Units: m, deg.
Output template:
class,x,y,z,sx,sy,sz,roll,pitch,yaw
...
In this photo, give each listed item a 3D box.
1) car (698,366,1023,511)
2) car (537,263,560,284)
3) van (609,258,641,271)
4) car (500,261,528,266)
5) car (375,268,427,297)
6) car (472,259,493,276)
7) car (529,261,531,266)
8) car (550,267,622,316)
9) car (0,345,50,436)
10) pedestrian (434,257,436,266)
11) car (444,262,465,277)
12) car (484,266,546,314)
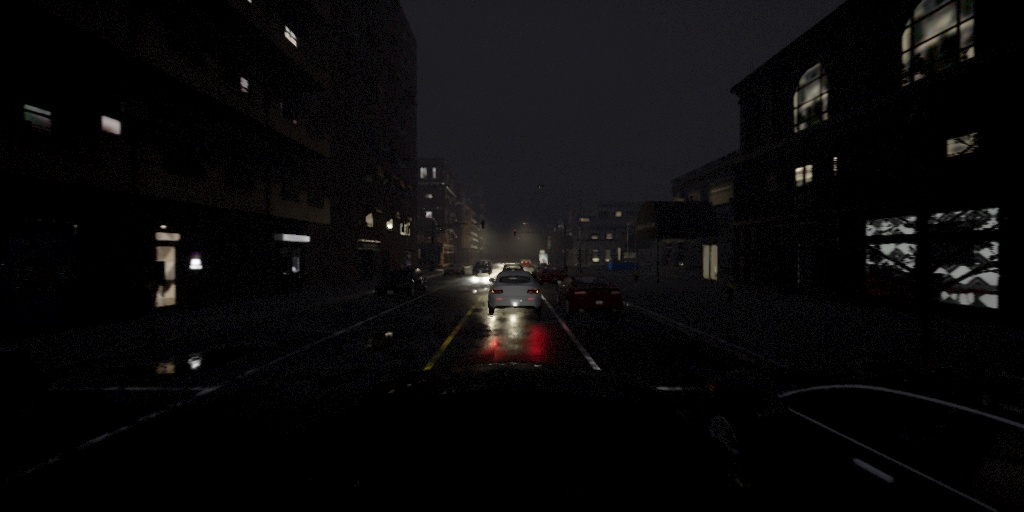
class,x,y,z,sx,sy,sz,roll,pitch,yaw
car,2.690,1.301,1.855,2.007,1.370,4.403,0,0,0
car,2.683,1.298,24.641,1.888,1.381,4.507,0,0,0
van,14.641,1.176,46.809,3.998,1.789,1.690,0,0,0
car,0.092,1.356,30.695,1.895,1.301,4.718,0,0,0
car,-5.696,1.315,18.947,1.948,1.339,4.313,0,0,0
car,-3.037,1.252,37.356,2.128,1.511,4.902,0,0,0
car,2.681,1.281,30.508,1.751,1.417,4.829,0,0,0
car,2.686,1.294,13.247,1.888,1.381,4.507,0,0,0
car,-5.691,1.300,1.857,2.007,1.370,4.403,0,0,0
pedestrian,-12.649,0.844,57.915,0.375,1.860,0.375,0,0,0
car,-5.702,1.284,35.866,1.751,1.417,4.829,0,0,0
car,0.097,1.275,13.660,1.812,1.442,4.674,0,0,0
